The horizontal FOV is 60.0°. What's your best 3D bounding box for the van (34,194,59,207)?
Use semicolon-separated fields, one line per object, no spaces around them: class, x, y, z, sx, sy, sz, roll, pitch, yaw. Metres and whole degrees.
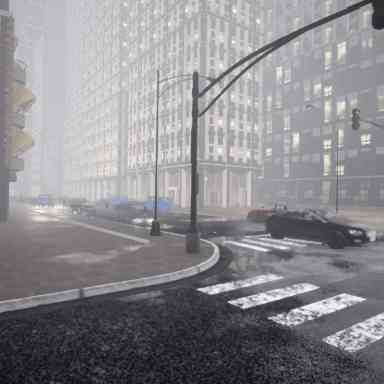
van;-20.525;1.197;46.792;1.690;1.788;3.998;1;-1;-35

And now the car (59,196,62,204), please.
car;-24.014;1.433;61.795;1.882;1.535;5.008;1;-1;-35

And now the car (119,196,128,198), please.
car;-7.173;1.584;42.378;2.008;1.369;4.403;1;-1;-35

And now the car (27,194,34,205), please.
car;-23.781;1.432;51.408;1.802;1.307;4.206;1;-1;-35

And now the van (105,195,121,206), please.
van;-10.421;1.368;46.998;1.690;1.788;3.998;1;-1;-35

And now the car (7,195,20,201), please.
car;-40.042;1.378;74.500;2.008;1.369;4.403;1;-1;-35

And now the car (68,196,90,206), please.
car;-18.232;1.457;53.584;2.128;1.511;4.902;1;-1;-35

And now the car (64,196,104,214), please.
car;-10.772;1.427;32.935;2.008;1.369;4.403;1;-1;-35

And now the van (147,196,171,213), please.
van;-3.917;1.382;37.761;1.690;1.788;3.998;1;-1;-35

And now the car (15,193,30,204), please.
car;-30.281;1.155;60.647;2.192;1.841;5.009;1;-1;-35

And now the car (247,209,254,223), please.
car;5.839;1.505;23.905;1.967;1.590;4.097;1;-1;-35

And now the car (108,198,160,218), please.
car;-5.294;1.482;29.655;2.033;1.411;5.357;1;-1;-35

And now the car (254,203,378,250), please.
car;5.380;1.471;14.473;2.128;1.511;4.902;0;0;-35

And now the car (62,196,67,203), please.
car;-15.272;1.514;43.884;1.895;1.301;4.718;1;-1;-35

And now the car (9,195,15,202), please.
car;-36.790;1.397;69.882;1.947;1.339;4.313;1;-1;-35

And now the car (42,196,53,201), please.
car;-36.445;1.570;83.942;1.802;1.307;4.206;1;-1;-35
